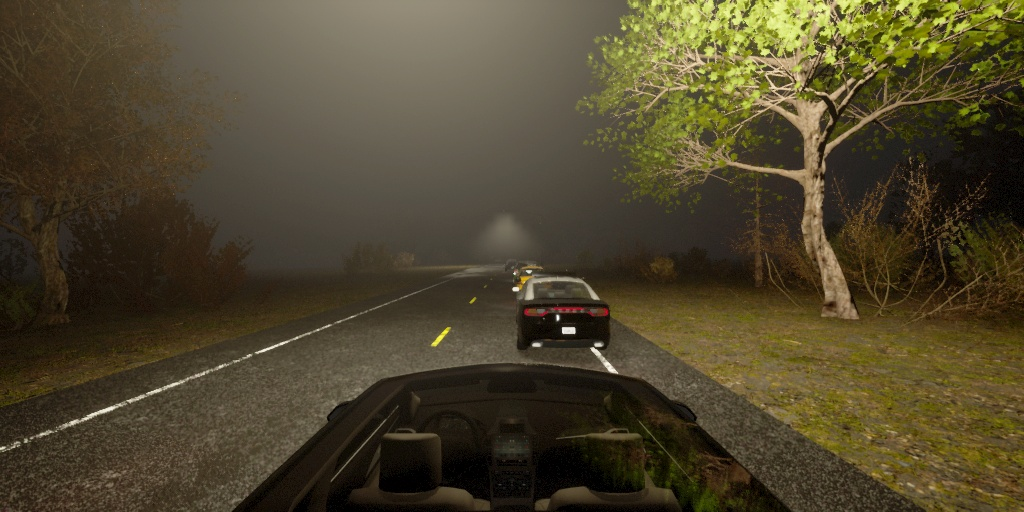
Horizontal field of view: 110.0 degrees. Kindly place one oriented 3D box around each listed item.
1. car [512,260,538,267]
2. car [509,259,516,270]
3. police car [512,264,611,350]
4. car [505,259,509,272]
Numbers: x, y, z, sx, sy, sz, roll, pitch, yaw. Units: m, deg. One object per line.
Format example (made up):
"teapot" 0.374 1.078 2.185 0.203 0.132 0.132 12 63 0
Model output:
"car" 1.048 1.212 19.302 1.801 1.575 5.366 0 0 0
"car" 1.047 1.109 25.082 2.097 1.767 4.553 0 0 0
"police car" 1.050 1.178 9.220 1.930 1.638 5.238 0 0 0
"car" 0.022 1.289 47.369 1.812 1.442 4.674 0 0 1
